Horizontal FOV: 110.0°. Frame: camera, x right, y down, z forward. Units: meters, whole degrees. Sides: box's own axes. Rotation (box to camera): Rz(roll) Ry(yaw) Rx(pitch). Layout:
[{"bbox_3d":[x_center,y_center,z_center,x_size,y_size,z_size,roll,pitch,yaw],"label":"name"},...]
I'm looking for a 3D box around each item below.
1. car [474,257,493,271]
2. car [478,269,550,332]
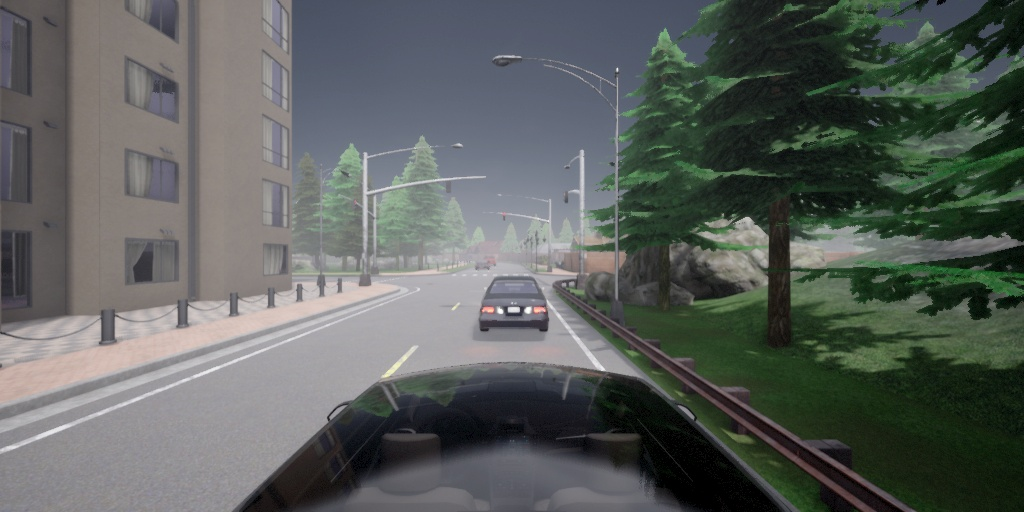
[{"bbox_3d":[-4.024,1.223,49.091,1.812,1.442,4.674,0,0,0],"label":"car"},{"bbox_3d":[0.066,1.293,10.824,2.033,1.411,5.357,0,0,1],"label":"car"}]
